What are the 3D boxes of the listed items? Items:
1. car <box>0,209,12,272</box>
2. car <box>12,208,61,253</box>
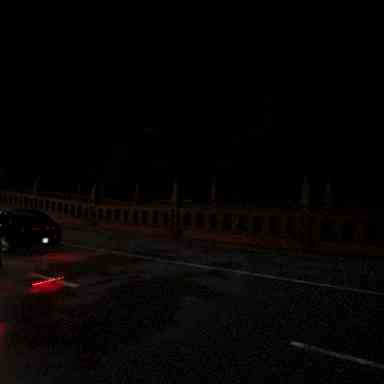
[{"bbox_3d":[-7.161,1.327,9.036,4.553,1.767,2.097,1,1,36],"label":"car"},{"bbox_3d":[-7.255,1.428,13.402,4.892,1.490,1.837,2,1,35],"label":"car"}]
